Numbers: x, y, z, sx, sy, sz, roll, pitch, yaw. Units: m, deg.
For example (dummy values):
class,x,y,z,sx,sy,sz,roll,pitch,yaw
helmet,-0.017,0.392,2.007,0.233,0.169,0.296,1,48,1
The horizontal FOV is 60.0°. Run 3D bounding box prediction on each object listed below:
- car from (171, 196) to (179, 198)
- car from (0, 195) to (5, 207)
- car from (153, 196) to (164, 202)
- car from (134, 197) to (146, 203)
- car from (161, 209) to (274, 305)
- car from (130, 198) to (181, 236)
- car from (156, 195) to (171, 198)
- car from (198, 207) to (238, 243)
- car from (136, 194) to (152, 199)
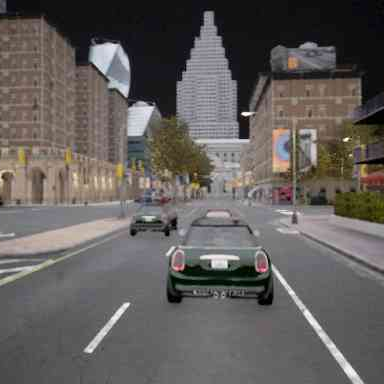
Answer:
class,x,y,z,sx,sy,sz,roll,pitch,yaw
car,-5.047,1.922,84.254,1.895,1.301,4.718,0,0,4
car,-31.149,1.397,49.956,5.566,2.045,2.150,0,0,4
car,-8.489,1.868,85.127,2.033,1.411,5.357,0,0,4
car,-12.268,1.894,78.480,1.895,1.301,4.718,0,0,4
car,0.680,1.386,8.386,2.097,1.767,4.553,0,0,4
car,-2.020,1.426,18.990,2.097,1.767,4.553,0,0,5
car,-6.229,1.745,69.116,1.882,1.535,5.008,0,0,4
car,1.384,1.595,17.403,1.812,1.442,4.674,0,0,5
car,-9.722,1.491,69.342,2.150,2.045,5.566,0,0,4
